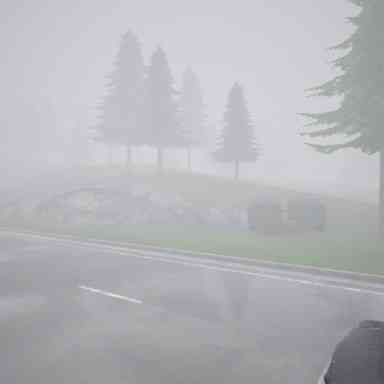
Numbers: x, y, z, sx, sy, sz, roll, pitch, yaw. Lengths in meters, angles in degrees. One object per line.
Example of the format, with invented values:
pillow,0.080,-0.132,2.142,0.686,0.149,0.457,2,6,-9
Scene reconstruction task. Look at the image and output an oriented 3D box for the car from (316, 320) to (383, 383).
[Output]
car,3.139,1.601,1.755,4.718,1.301,1.895,0,0,35
